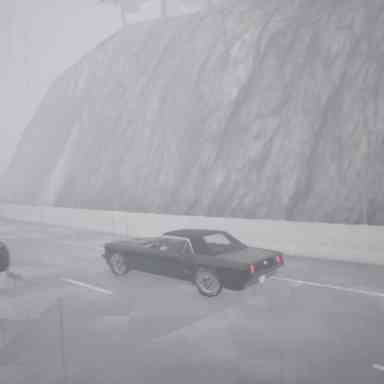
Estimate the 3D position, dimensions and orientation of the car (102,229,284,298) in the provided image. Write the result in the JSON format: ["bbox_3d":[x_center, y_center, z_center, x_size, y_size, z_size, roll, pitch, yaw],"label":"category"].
[{"bbox_3d":[-0.213,1.619,8.631,4.718,1.301,1.895,0,0,37],"label":"car"}]

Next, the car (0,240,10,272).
[{"bbox_3d":[-7.040,1.578,9.652,4.181,1.385,1.994,0,0,40],"label":"car"}]
